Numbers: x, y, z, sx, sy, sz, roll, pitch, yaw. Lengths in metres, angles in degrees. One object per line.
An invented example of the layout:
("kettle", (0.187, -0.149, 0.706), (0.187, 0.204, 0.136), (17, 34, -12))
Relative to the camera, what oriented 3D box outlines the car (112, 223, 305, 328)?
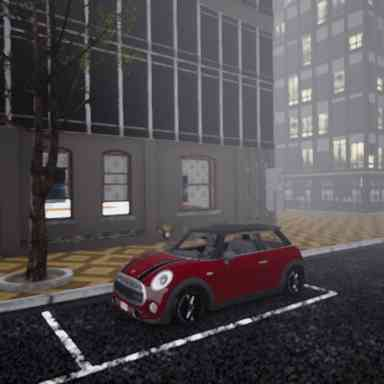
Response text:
("car", (0.446, 1.441, 6.903), (4.097, 1.590, 1.967), (0, -1, -36))
